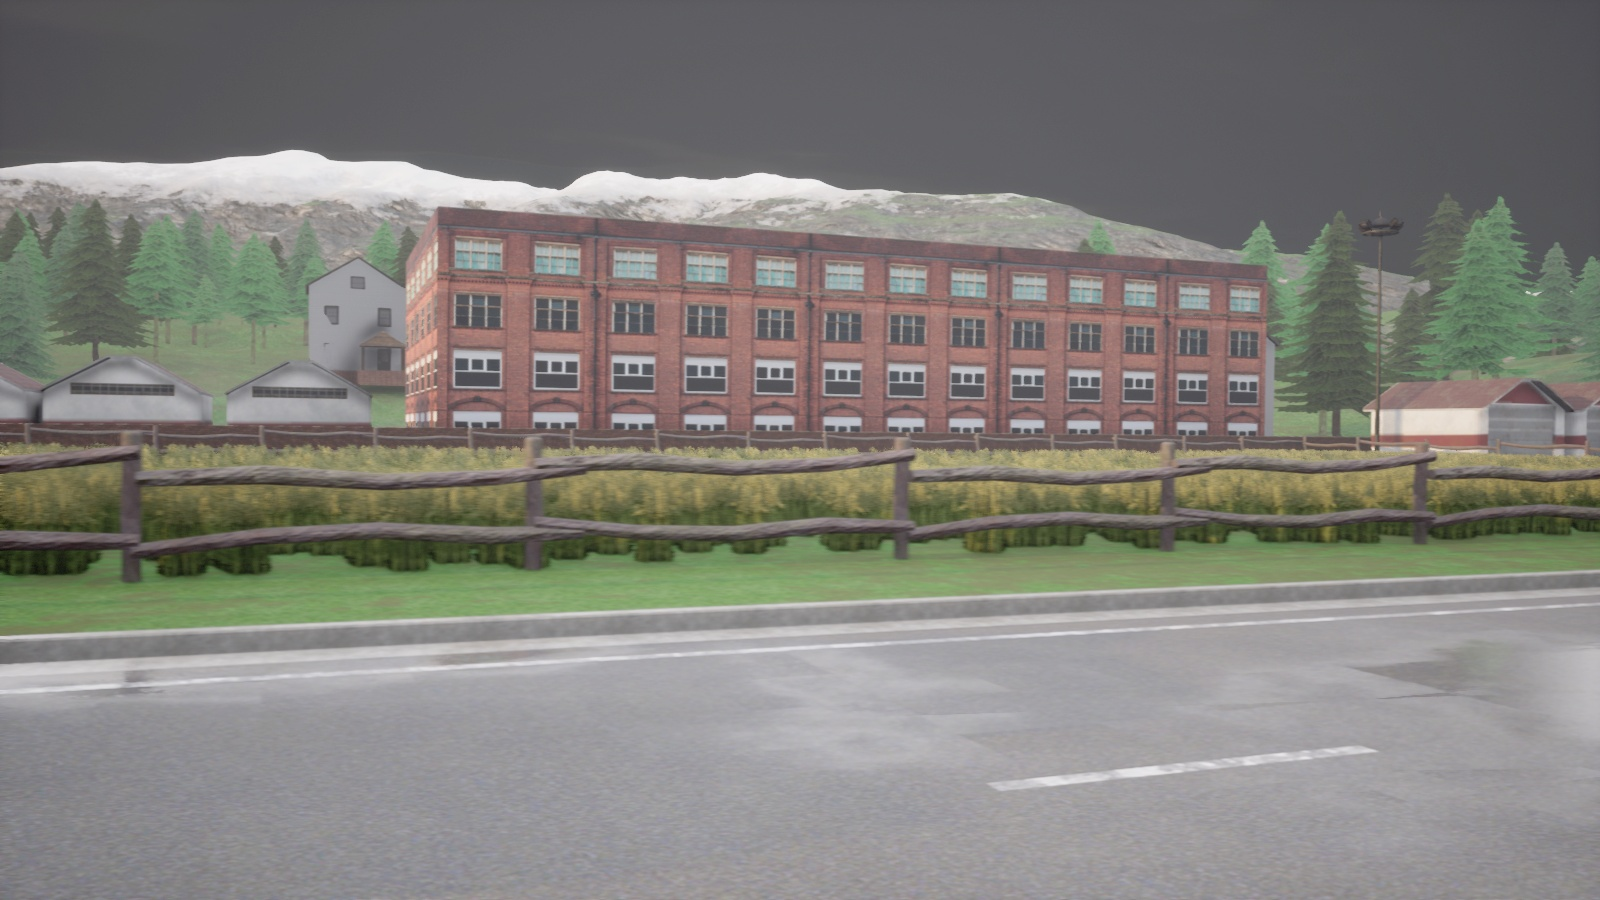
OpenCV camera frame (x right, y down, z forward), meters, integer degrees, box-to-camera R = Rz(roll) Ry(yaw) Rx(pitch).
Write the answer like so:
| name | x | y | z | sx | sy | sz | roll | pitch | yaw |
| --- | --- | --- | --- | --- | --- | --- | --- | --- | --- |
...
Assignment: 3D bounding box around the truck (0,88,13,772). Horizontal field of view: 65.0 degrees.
| name | x | y | z | sx | sy | sz | roll | pitch | yaw |
| --- | --- | --- | --- | --- | --- | --- | --- | --- | --- |
| truck | -7.436 | -0.167 | 3.871 | 7.936 | 3.462 | 2.891 | -1 | 1 | -9 |
